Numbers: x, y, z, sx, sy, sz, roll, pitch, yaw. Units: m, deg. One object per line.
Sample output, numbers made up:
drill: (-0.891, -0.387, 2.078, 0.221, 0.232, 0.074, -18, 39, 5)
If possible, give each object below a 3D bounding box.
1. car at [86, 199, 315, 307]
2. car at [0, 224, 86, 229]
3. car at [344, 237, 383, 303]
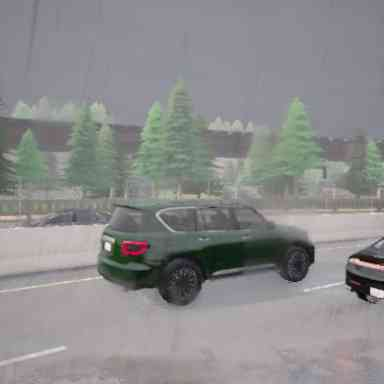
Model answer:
car: (0.567, 1.211, 8.161, 5.566, 2.045, 2.150, 0, 0, -32)
car: (-5.022, 1.444, 13.048, 4.892, 1.490, 1.837, 0, 0, -33)
car: (5.262, 1.520, 6.856, 4.902, 1.511, 2.128, 0, 0, -30)
